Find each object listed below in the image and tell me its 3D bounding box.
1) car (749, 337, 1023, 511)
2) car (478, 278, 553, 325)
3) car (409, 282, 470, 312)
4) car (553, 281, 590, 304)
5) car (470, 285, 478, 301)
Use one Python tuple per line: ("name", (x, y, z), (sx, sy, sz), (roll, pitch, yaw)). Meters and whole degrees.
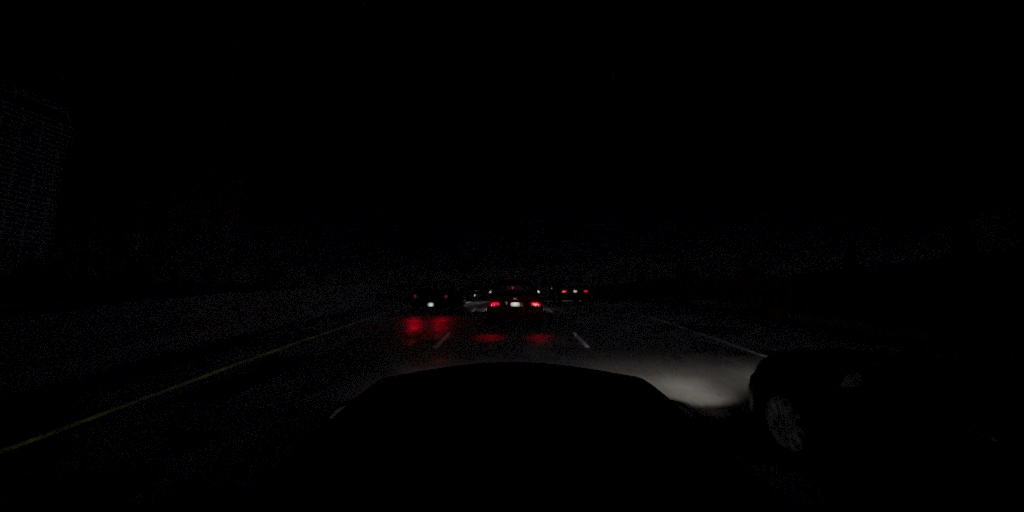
("car", (3.599, 1.259, 2.091), (1.837, 1.490, 4.892), (0, 0, 0))
("car", (0.091, 1.600, 13.093), (2.033, 1.411, 5.357), (0, -3, 0))
("car", (-3.412, 1.899, 17.289), (1.895, 1.301, 4.718), (0, -4, 0))
("car", (3.584, 2.282, 22.834), (2.033, 1.411, 5.357), (0, -5, 0))
("car", (-3.427, 3.704, 35.418), (1.837, 1.490, 4.892), (0, -8, 0))
